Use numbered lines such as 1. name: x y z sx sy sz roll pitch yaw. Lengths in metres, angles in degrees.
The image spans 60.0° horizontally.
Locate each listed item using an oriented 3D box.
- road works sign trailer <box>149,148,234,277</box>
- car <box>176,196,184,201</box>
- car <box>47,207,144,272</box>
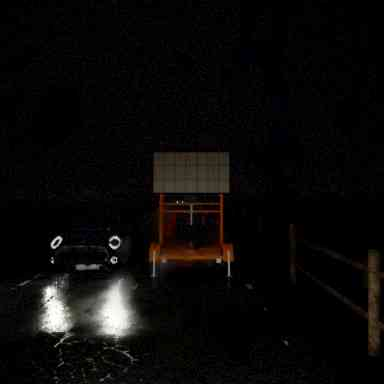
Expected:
1. road works sign trailer: -0.015 0.467 10.224 2.380 3.560 2.880 0 0 0
2. car: -2.882 1.574 82.014 2.033 1.411 5.357 0 0 0
3. car: -2.869 1.354 10.833 2.097 1.767 4.553 0 0 0
